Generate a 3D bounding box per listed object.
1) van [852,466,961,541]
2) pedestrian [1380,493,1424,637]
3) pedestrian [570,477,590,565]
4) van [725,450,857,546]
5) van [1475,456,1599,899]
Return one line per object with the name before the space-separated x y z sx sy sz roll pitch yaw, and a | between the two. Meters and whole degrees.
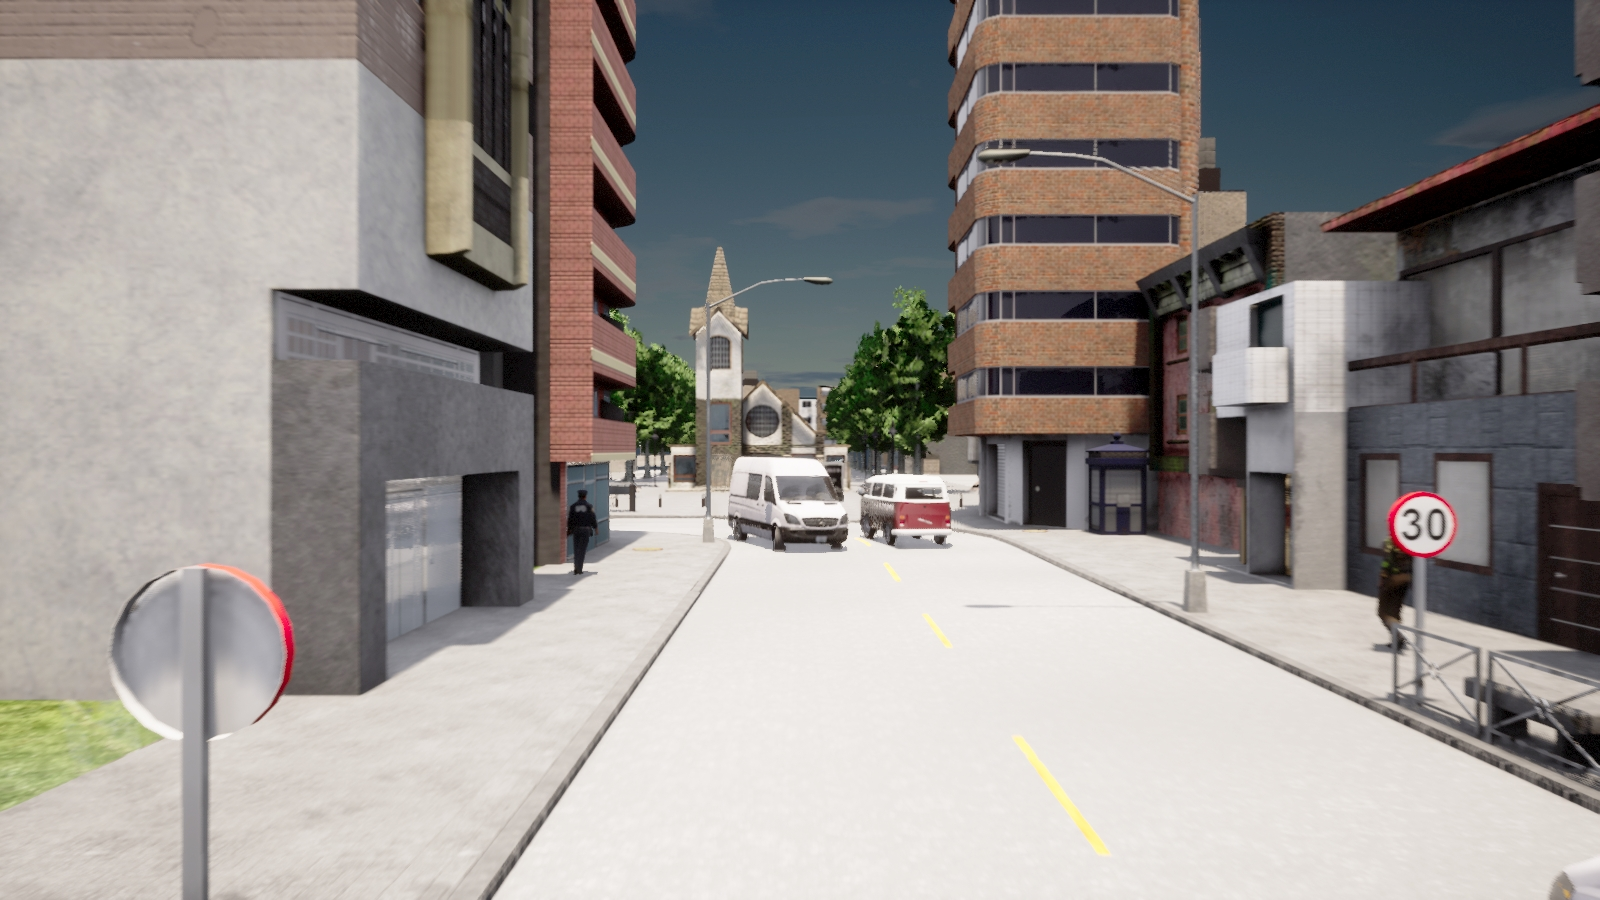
van | 3.118 1.540 34.523 2.069 2.038 4.480 1 0 -11
pedestrian | 7.956 1.512 15.111 0.375 1.860 0.375 0 0 -5
pedestrian | -4.673 1.504 24.280 0.375 1.860 0.375 0 0 -1
van | -0.400 1.290 33.355 1.988 2.561 5.915 1 0 -19
van | 4.000 1.311 2.125 1.988 2.561 5.915 0 0 0
